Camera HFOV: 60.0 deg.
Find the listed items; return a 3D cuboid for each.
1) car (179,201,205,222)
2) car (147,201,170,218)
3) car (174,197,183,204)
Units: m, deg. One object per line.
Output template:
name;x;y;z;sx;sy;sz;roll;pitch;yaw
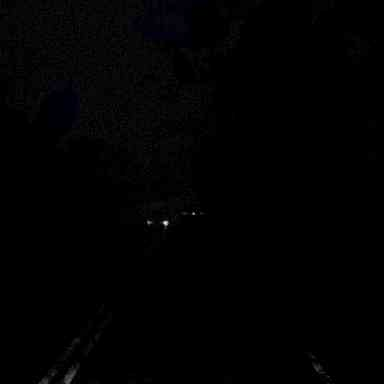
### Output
car;0.134;1.717;27.726;2.033;1.411;5.357;0;0;0
car;-3.297;1.692;33.419;1.882;1.535;5.008;0;-1;0
car;-3.097;1.921;75.105;1.882;1.535;5.008;0;0;0
